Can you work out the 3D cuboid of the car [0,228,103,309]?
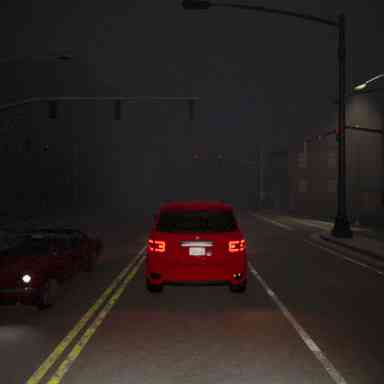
[{"bbox_3d":[-3.637,1.601,7.967,1.895,1.301,4.718,0,0,0],"label":"car"}]

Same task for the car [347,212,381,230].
[{"bbox_3d":[15.832,2.564,29.615,4.892,1.490,1.837,9,0,0],"label":"car"}]

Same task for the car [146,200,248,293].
[{"bbox_3d":[0.093,1.221,9.010,2.150,2.045,5.566,0,0,0],"label":"car"}]
